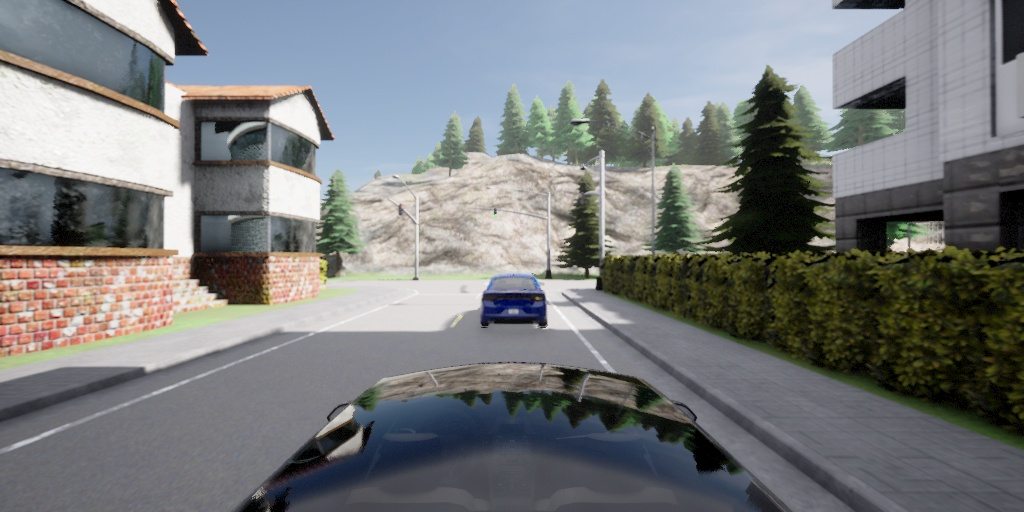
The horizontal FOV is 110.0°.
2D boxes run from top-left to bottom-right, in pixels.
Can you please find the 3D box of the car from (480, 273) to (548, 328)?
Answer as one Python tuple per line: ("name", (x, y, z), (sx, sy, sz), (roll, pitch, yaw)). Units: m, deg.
("car", (0.060, 1.293, 11.774), (1.882, 1.535, 5.008), (0, 0, 0))
